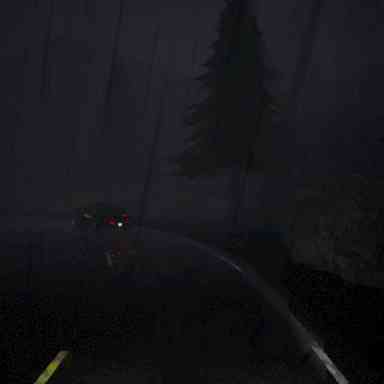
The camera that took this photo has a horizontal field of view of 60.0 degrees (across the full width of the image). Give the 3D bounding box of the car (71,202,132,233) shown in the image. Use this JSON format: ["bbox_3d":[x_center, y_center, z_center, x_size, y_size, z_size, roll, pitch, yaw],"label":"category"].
[{"bbox_3d":[-5.064,1.297,18.188,1.837,1.490,4.892,1,0,-39],"label":"car"}]
